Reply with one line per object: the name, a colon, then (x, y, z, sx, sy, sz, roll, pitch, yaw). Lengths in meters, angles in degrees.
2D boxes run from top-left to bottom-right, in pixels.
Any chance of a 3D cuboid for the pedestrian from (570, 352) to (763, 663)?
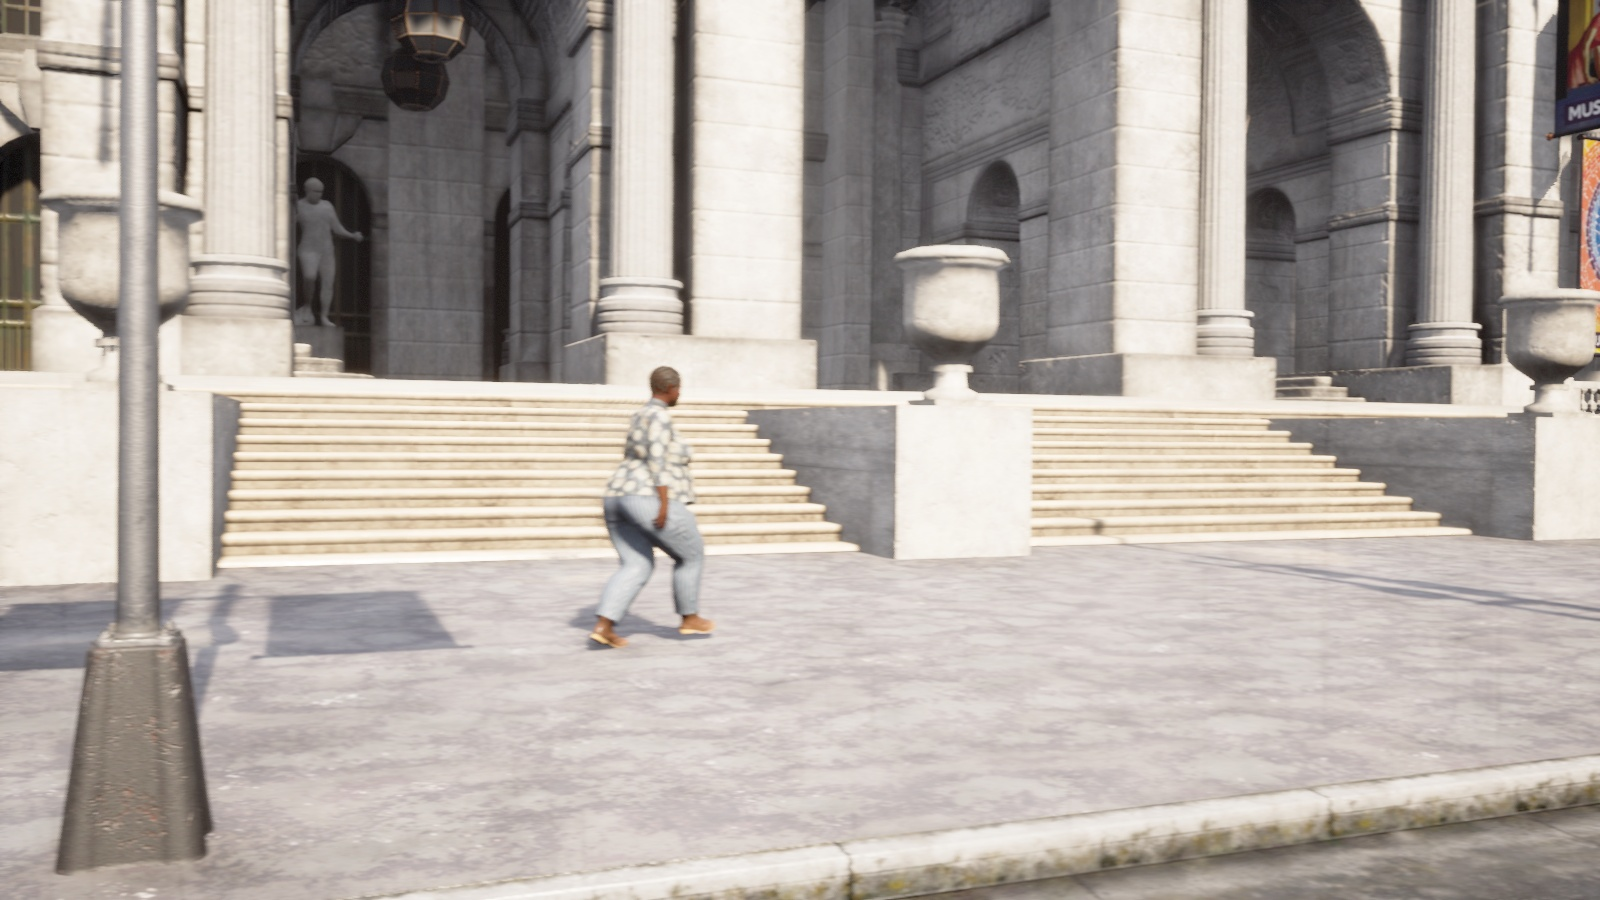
pedestrian: (-0.865, 0.333, 8.084, 0.900, 1.855, 0.874, -1, 1, -36)
